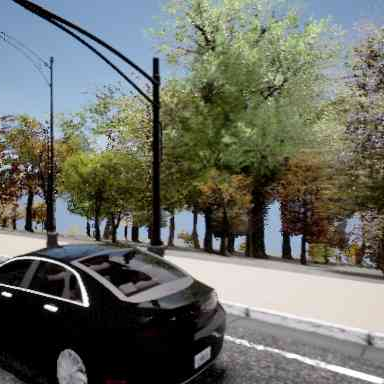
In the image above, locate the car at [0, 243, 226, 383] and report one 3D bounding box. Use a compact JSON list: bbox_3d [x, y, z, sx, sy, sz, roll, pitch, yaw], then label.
[{"bbox_3d":[-1.849,1.546,4.999,4.892,1.490,1.837,-1,0,36],"label":"car"}]
